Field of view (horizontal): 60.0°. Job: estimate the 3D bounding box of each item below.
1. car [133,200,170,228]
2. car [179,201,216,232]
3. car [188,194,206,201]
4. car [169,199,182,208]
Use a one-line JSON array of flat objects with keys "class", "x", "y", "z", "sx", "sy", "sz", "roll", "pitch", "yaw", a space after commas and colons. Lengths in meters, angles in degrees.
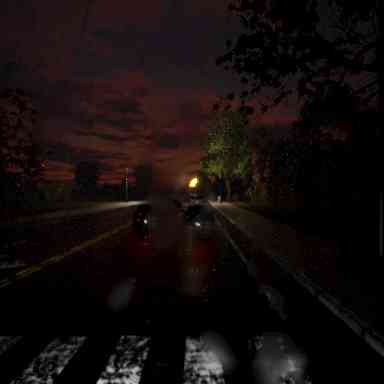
[{"class": "car", "x": -2.822, "y": 1.565, "z": 22.960, "sx": 1.837, "sy": 1.490, "sz": 4.892, "roll": 0, "pitch": 0, "yaw": 1}, {"class": "car", "x": 0.393, "y": 1.552, "z": 20.672, "sx": 1.837, "sy": 1.490, "sz": 4.892, "roll": 0, "pitch": 0, "yaw": 1}, {"class": "car", "x": 0.660, "y": 1.278, "z": 43.159, "sx": 2.150, "sy": 2.045, "sz": 5.566, "roll": 0, "pitch": 0, "yaw": 1}, {"class": "car", "x": -2.494, "y": 1.629, "z": 46.973, "sx": 1.994, "sy": 1.385, "sz": 4.181, "roll": 0, "pitch": 0, "yaw": 1}]
